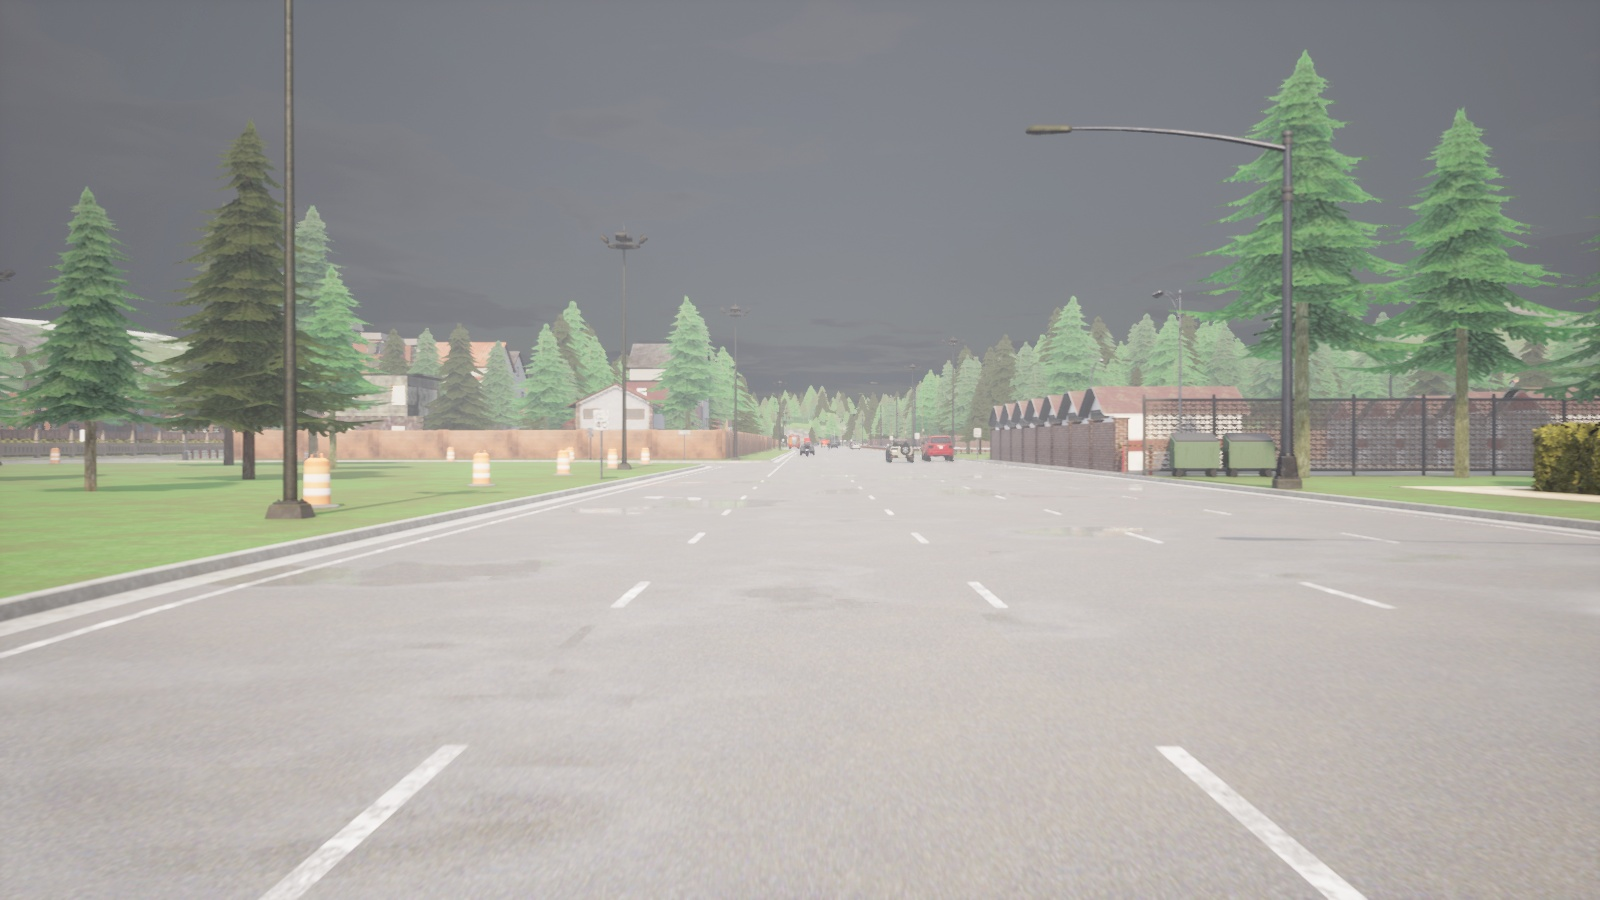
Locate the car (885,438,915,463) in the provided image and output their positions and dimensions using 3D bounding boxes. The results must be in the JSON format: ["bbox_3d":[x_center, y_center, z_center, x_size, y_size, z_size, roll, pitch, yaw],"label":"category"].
[{"bbox_3d":[7.557,0.033,95.528,1.932,1.855,4.605,0,1,0],"label":"car"}]
